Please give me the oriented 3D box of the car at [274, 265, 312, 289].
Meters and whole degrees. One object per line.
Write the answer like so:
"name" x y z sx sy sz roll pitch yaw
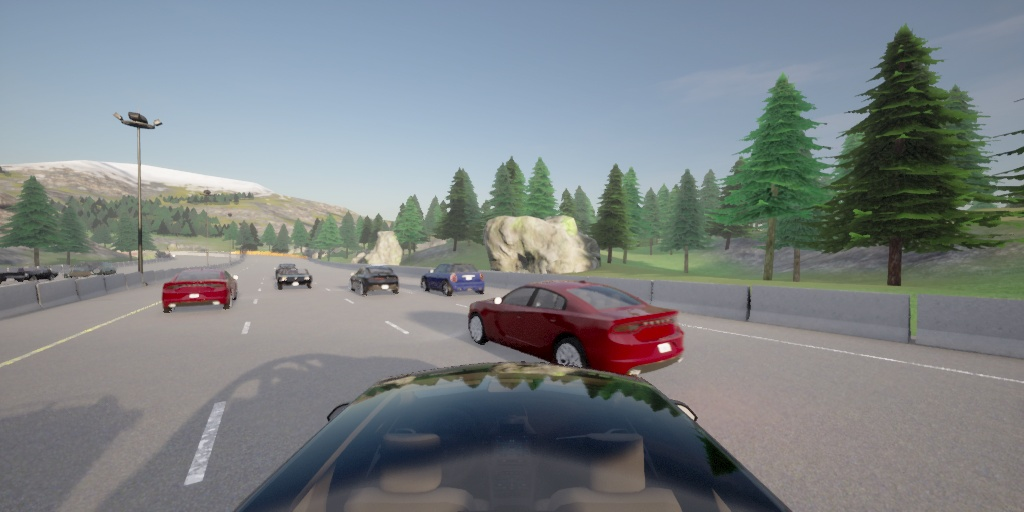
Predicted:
"car" -14.757 1.455 24.229 1.895 1.301 4.718 0 -1 -34

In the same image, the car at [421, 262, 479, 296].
"car" -3.363 1.148 19.838 2.097 1.767 4.553 0 0 -34

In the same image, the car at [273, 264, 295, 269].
"car" -21.497 1.468 34.243 1.837 1.490 4.892 0 -1 -34

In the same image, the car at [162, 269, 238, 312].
"car" -12.454 1.259 14.539 1.882 1.535 5.008 0 0 -34

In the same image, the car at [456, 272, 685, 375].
"car" 0.855 1.231 7.301 1.882 1.535 5.008 0 -1 -34

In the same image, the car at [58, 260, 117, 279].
"car" -36.293 1.268 30.976 2.097 1.767 4.553 0 -1 -34

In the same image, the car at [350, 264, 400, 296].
"car" -7.760 1.308 20.099 1.837 1.490 4.892 0 0 -34

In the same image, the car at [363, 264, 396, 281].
"car" -12.245 1.442 33.023 1.812 1.442 4.674 0 -1 -34

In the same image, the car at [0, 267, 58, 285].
"car" -39.162 1.503 28.970 1.895 1.301 4.718 0 -1 -34
